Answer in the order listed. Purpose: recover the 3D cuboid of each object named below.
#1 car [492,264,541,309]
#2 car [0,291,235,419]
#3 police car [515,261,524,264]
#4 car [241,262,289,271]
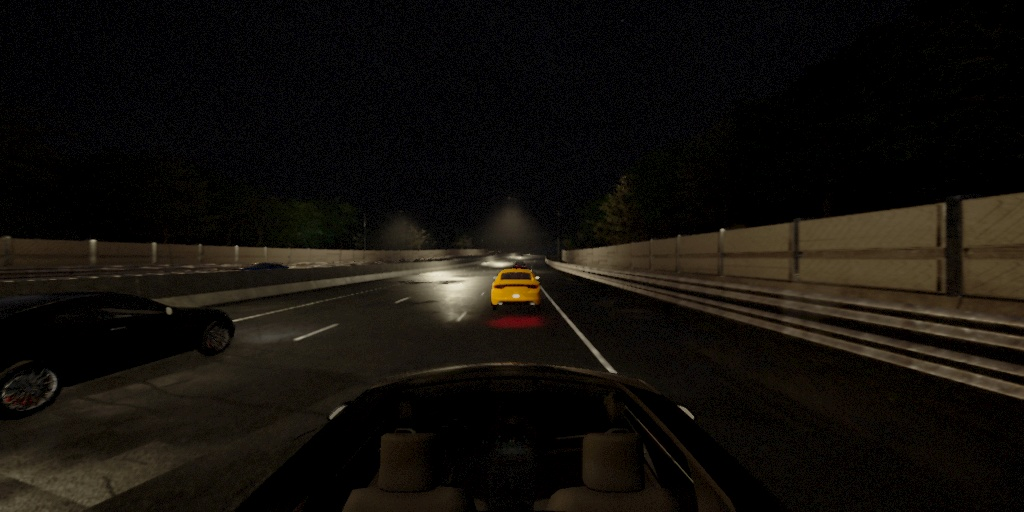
[{"bbox_3d":[0.185,1.306,15.471,1.882,1.535,5.008,0,0,1],"label":"car"},{"bbox_3d":[-6.889,1.288,5.762,1.812,1.442,4.674,0,0,0],"label":"car"},{"bbox_3d":[1.021,1.517,47.772,2.038,1.542,4.974,0,0,2],"label":"police car"},{"bbox_3d":[-24.035,1.366,35.041,1.882,1.535,5.008,0,0,2],"label":"car"}]
